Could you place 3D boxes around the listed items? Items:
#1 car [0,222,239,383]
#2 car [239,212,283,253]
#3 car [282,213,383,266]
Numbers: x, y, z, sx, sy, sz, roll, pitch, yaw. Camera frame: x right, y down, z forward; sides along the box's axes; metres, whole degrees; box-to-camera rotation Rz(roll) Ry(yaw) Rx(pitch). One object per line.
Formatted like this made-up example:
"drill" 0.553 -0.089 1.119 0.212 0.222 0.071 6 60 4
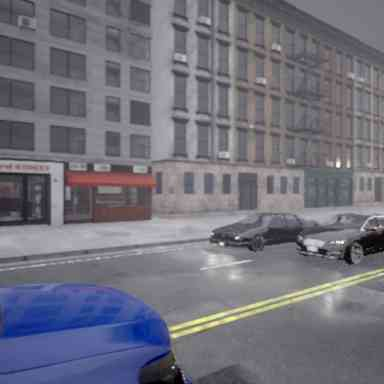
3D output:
"car" -2.575 1.220 1.602 5.566 2.045 2.150 0 0 -35
"car" 3.288 1.559 14.011 5.357 1.411 2.033 0 0 -35
"car" 5.733 1.504 11.764 4.902 1.511 2.128 0 0 -35
